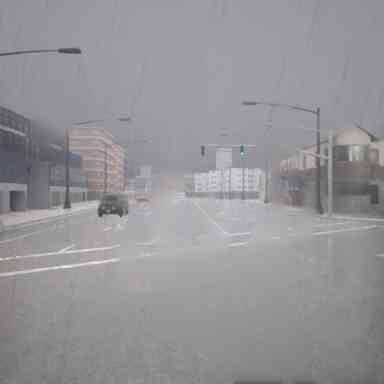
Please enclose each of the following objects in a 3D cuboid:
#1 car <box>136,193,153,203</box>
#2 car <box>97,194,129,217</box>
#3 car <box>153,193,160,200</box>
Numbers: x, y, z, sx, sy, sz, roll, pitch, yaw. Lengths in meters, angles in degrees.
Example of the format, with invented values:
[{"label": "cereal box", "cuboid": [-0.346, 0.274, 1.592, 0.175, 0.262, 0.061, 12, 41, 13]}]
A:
[{"label": "car", "cuboid": [-8.201, 0.938, 56.205, 2.097, 1.767, 4.553, 0, 1, -2]}, {"label": "car", "cuboid": [-7.411, 1.283, 31.849, 2.150, 2.045, 5.566, 0, 1, -2]}, {"label": "car", "cuboid": [-9.040, 1.097, 82.039, 2.097, 1.767, 4.553, 0, -1, -2]}]
